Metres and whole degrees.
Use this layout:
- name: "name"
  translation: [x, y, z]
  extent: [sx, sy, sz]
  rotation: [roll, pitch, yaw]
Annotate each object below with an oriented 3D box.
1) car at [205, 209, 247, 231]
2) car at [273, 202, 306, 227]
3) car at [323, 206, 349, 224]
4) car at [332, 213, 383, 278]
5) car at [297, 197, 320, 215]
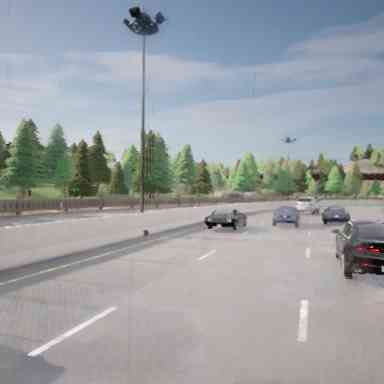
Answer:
- name: "car"
  translation: [2.429, 1.762, 22.212]
  extent: [1.895, 1.301, 4.718]
  rotation: [0, 0, 20]
- name: "car"
  translation: [7.244, 1.773, 25.154]
  extent: [2.033, 1.411, 5.357]
  rotation: [0, 0, 20]
- name: "car"
  translation: [11.797, 1.846, 27.241]
  extent: [1.994, 1.385, 4.181]
  rotation: [0, 0, 22]
- name: "car"
  translation: [5.512, 1.620, 10.188]
  extent: [1.837, 1.490, 4.892]
  rotation: [0, 0, 20]
- name: "car"
  translation: [13.989, 1.608, 40.090]
  extent: [2.150, 2.045, 5.566]
  rotation: [0, 0, 28]
